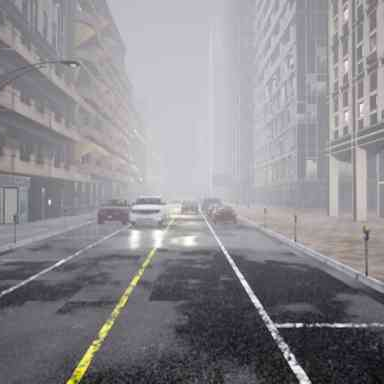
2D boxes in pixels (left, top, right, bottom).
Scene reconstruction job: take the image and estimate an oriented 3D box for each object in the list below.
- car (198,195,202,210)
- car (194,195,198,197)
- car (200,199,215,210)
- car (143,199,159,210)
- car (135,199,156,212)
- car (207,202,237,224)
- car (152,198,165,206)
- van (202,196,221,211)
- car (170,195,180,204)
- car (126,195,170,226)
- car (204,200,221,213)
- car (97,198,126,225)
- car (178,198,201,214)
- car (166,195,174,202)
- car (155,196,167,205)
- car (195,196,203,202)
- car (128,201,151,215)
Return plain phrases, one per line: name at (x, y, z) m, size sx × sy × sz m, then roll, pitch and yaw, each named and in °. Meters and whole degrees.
car at (2.201, 1.429, 41.530) m, size 2.192 × 1.841 × 5.009 m, roll 0°, pitch 0°, yaw -1°
car at (1.848, 1.835, 80.277) m, size 1.947 × 1.339 × 4.313 m, roll 0°, pitch 0°, yaw -1°
car at (2.148, 1.715, 47.065) m, size 1.802 × 1.307 × 4.206 m, roll 0°, pitch 0°, yaw -1°
car at (-5.731, 1.716, 46.984) m, size 1.802 × 1.307 × 4.206 m, roll 1°, pitch 0°, yaw -1°
car at (-5.681, 1.665, 41.448) m, size 2.008 × 1.369 × 4.403 m, roll 1°, pitch 0°, yaw -1°
car at (2.349, 1.642, 24.924) m, size 1.802 × 1.307 × 4.206 m, roll 1°, pitch 0°, yaw -1°
car at (-5.831, 1.719, 58.056) m, size 1.887 × 1.381 × 4.507 m, roll 1°, pitch 0°, yaw -1°
van at (2.251, 1.436, 35.994) m, size 1.690 × 1.788 × 3.998 m, roll 1°, pitch 0°, yaw -1°
car at (-3.373, 1.851, 69.219) m, size 1.895 × 1.301 × 4.718 m, roll 0°, pitch 0°, yaw -1°
car at (-3.068, 1.281, 24.312) m, size 2.150 × 2.045 × 5.566 m, roll 0°, pitch 0°, yaw -1°
car at (2.299, 1.659, 30.461) m, size 1.802 × 1.307 × 4.206 m, roll 1°, pitch 0°, yaw -1°
car at (-5.528, 1.376, 24.842) m, size 2.192 × 1.841 × 5.009 m, roll 1°, pitch 0°, yaw -1°
car at (-0.247, 1.700, 37.216) m, size 1.895 × 1.301 × 4.718 m, roll 0°, pitch 0°, yaw 0°
car at (-6.131, 1.766, 91.270) m, size 1.967 × 1.590 × 4.097 m, roll 0°, pitch 0°, yaw -1°
car at (-5.880, 1.637, 63.591) m, size 1.967 × 1.590 × 4.097 m, roll 1°, pitch 0°, yaw -1°
car at (1.796, 1.823, 85.983) m, size 1.752 × 1.417 × 4.829 m, roll 0°, pitch 0°, yaw -1°
car at (-5.631, 1.678, 35.912) m, size 1.802 × 1.307 × 4.206 m, roll 1°, pitch 0°, yaw -1°
